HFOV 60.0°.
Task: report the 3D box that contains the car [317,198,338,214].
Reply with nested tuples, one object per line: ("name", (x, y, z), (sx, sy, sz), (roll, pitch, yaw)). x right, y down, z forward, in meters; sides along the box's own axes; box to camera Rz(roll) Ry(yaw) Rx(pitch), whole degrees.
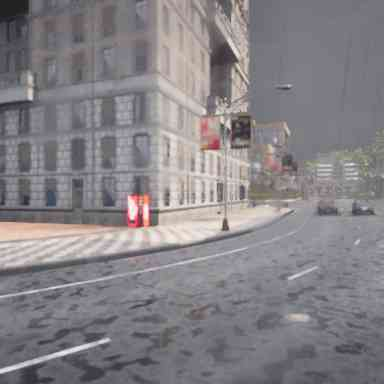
("car", (15.336, 1.463, 37.570), (2.097, 1.767, 4.553), (0, 0, 22))

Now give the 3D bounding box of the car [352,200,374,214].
("car", (18.638, 1.582, 36.394), (2.128, 1.511, 4.902), (0, 0, 22))
